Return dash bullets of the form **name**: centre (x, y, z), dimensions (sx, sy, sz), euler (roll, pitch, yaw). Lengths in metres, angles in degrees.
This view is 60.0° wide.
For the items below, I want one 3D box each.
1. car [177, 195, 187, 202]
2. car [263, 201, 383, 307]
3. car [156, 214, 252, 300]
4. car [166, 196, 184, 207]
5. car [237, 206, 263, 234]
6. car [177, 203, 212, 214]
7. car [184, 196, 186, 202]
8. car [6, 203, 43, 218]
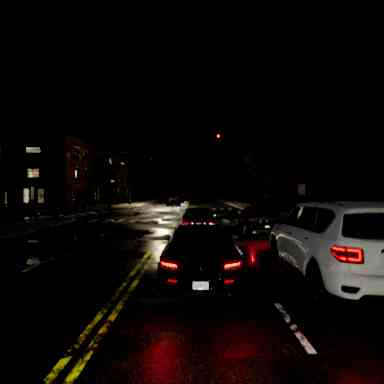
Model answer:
- **car**: centre (-2.334, 1.520, 77.922), dimensions (1.994, 1.385, 4.181), euler (0, 0, 1)
- **car**: centre (3.453, 1.217, 8.097), dimensions (2.150, 2.045, 5.566), euler (0, 0, 1)
- **car**: centre (0.206, 1.522, 8.294), dimensions (1.812, 1.442, 4.674), euler (0, 0, 1)
- **car**: centre (-2.706, 1.541, 50.118), dimensions (1.994, 1.385, 4.181), euler (0, 0, 1)
- **car**: centre (3.585, 1.469, 18.015), dimensions (1.882, 1.535, 5.008), euler (0, 0, 1)
- **car**: centre (0.333, 1.539, 17.874), dimensions (2.033, 1.411, 5.357), euler (0, 0, 1)
- **car**: centre (-2.506, 1.465, 65.076), dimensions (2.128, 1.511, 4.902), euler (0, 0, 1)
- **car**: centre (-17.856, 1.808, 33.068), dimensions (5.357, 1.411, 2.033), euler (-1, 1, -1)
